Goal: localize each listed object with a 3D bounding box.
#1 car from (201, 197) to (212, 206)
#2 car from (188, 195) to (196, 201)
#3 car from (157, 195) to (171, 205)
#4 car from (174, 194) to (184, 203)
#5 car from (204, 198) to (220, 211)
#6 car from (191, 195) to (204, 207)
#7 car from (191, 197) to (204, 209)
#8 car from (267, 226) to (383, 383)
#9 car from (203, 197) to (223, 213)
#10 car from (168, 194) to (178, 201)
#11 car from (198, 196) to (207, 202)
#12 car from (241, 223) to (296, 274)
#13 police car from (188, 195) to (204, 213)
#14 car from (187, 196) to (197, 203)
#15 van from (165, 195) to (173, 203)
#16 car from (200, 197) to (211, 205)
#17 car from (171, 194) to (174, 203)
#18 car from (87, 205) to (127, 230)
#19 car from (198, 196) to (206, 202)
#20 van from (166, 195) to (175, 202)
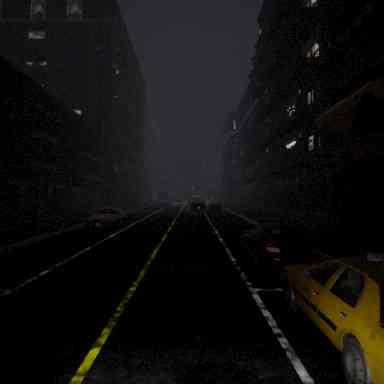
[{"bbox_3d":[2.584,1.665,59.991,1.887,1.381,4.507,1,0,0],"label":"car"},{"bbox_3d":[-0.001,1.651,89.263,1.837,1.490,4.892,0,0,0],"label":"car"},{"bbox_3d":[-5.296,1.645,59.884,1.752,1.417,4.829,2,0,0],"label":"car"},{"bbox_3d":[-2.751,1.663,75.993,1.812,1.442,4.674,0,0,0],"label":"car"},{"bbox_3d":[2.585,1.592,43.571,1.752,1.417,4.829,1,0,0],"label":"car"},{"bbox_3d":[0.824,1.452,54.512,2.097,1.767,4.553,0,0,0],"label":"car"},{"bbox_3d":[0.825,1.537,48.730,1.801,1.575,5.366,0,0,0],"label":"car"},{"bbox_3d":[2.586,1.527,4.860,1.752,1.417,4.829,2,0,0],"label":"car"},{"bbox_3d":[2.584,1.597,37.869,1.887,1.381,4.507,1,0,0],"label":"car"},{"bbox_3d":[-5.292,1.581,93.238,2.192,1.841,5.009,1,0,0],"label":"car"},{"bbox_3d":[2.584,1.754,82.115,1.887,1.381,4.507,1,0,0],"label":"car"},{"bbox_3d":[2.584,1.588,10.219,1.802,1.307,4.206,1,0,0],"label":"car"},{"bbox_3d":[0.709,1.480,38.644,1.930,1.638,5.238,0,0,0],"label":"police car"},{"bbox_3d":[-0.001,1.619,74.258,2.033,1.411,5.357,0,0,0],"label":"car"},{"bbox_3d":[-5.291,1.525,76.645,1.690,1.788,3.998,2,0,0],"label":"van"},{"bbox_3d":[2.583,1.691,65.523,2.008,1.369,4.403,1,0,0],"label":"car"},{"bbox_3d":[-5.290,1.455,65.587,2.192,1.841,5.009,2,0,0],"label":"car"},{"bbox_3d":[-5.294,1.544,21.177,1.752,1.417,4.829,2,0,0],"label":"car"},{"bbox_3d":[2.583,1.781,87.645,1.887,1.381,4.507,1,0,0],"label":"car"},{"bbox_3d":[-5.292,1.551,82.177,1.690,1.788,3.998,1,0,0],"label":"van"}]
